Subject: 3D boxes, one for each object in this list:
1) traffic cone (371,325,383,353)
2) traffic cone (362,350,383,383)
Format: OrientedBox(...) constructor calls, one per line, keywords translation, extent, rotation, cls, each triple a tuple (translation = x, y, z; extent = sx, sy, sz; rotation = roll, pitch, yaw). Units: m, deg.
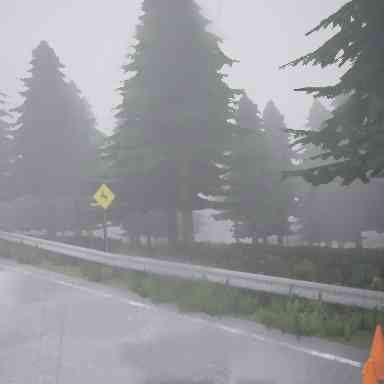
OrientedBox(translation=(2.322, 1.956, 4.131), extent=(0.340, 0.580, 0.340), rotation=(0, 0, 34), cls="traffic cone")
OrientedBox(translation=(1.773, 1.956, 3.298), extent=(0.340, 0.580, 0.340), rotation=(0, 0, 34), cls="traffic cone")
